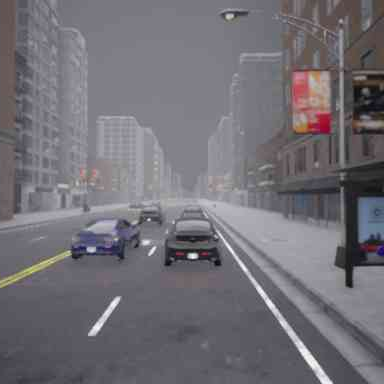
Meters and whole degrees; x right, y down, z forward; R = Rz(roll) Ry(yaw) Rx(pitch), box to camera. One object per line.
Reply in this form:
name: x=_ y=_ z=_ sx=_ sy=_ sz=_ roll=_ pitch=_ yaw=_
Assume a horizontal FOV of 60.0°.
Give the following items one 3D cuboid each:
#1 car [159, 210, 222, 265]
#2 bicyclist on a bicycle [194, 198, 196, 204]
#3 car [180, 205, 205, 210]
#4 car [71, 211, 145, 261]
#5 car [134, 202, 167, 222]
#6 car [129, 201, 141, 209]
car: x=0.048 y=1.660 z=12.259 sx=1.837 sy=1.490 sz=4.892 roll=0 pitch=0 yaw=0
bicyclist on a bicycle: x=0.926 y=2.634 z=93.098 sx=0.582 sy=1.620 sz=1.656 roll=0 pitch=-1 yaw=0
car: x=0.053 y=1.834 z=27.260 sx=2.128 sy=1.511 sz=4.902 roll=0 pitch=-1 yaw=1
car: x=-3.193 y=1.687 z=12.927 sx=1.812 sy=1.442 sz=4.674 roll=0 pitch=0 yaw=1
car: x=-3.197 y=1.848 z=27.283 sx=1.837 sy=1.490 sz=4.892 roll=0 pitch=0 yaw=0
car: x=-9.774 y=2.302 z=58.473 sx=1.994 sy=1.385 sz=4.181 roll=0 pitch=-1 yaw=1
